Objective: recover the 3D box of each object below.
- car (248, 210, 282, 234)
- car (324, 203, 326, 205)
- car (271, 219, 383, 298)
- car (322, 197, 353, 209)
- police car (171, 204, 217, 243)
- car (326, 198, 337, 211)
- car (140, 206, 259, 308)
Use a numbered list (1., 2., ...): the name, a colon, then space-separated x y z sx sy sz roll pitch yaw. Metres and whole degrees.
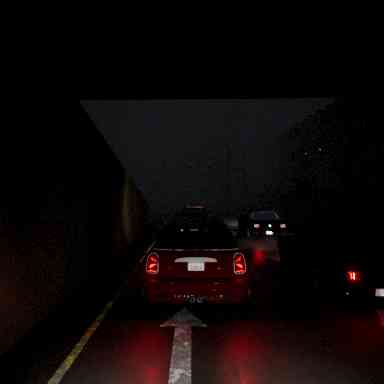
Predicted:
1. car: 3.591 1.601 17.628 1.895 1.301 4.718 0 0 0
2. car: 17.516 1.453 39.950 2.038 1.542 4.974 0 0 45
3. car: 3.603 1.601 8.471 1.895 1.301 4.718 0 0 0
4. car: 17.553 1.295 39.987 1.853 1.218 4.536 0 0 45
5. police car: 0.087 1.504 17.180 2.038 1.542 4.974 0 0 0
6. car: 17.414 1.453 35.343 2.038 1.542 4.974 0 0 -35
7. car: 0.079 1.352 8.055 2.097 1.767 4.553 0 0 0
